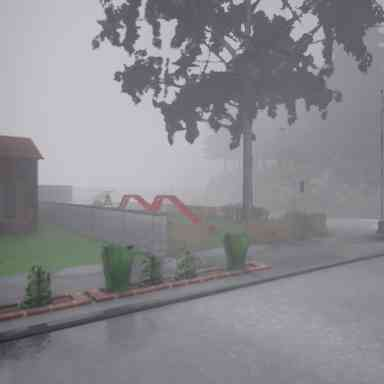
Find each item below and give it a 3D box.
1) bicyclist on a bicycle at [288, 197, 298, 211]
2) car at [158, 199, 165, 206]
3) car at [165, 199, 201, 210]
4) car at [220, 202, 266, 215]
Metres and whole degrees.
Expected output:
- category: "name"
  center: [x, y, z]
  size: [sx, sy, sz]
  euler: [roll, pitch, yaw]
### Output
- category: "bicyclist on a bicycle"
  center: [11.307, 1.347, 37.173]
  size: [1.656, 1.620, 0.582]
  euler: [0, 0, -35]
- category: "car"
  center: [-3.333, 1.545, 50.318]
  size: [2.033, 1.411, 5.357]
  euler: [0, 0, -35]
- category: "car"
  center: [-0.947, 1.599, 39.917]
  size: [1.895, 1.301, 4.718]
  euler: [0, 0, -35]
- category: "car"
  center: [4.847, 1.599, 31.768]
  size: [1.895, 1.301, 4.718]
  euler: [0, 0, -35]
